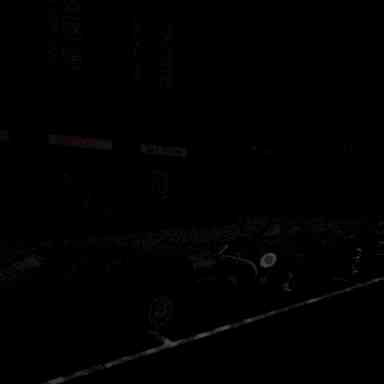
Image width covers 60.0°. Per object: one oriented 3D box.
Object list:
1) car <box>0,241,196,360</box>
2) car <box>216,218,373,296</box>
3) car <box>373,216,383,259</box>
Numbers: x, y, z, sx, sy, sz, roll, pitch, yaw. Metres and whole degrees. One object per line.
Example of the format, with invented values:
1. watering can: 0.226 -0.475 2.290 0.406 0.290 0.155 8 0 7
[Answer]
1. car: -2.029 1.544 5.308 4.507 1.381 1.887 0 1 -35
2. car: 2.551 1.436 8.571 4.097 1.590 1.967 0 1 -35
3. car: 7.130 1.537 11.838 4.507 1.381 1.887 0 1 -35
